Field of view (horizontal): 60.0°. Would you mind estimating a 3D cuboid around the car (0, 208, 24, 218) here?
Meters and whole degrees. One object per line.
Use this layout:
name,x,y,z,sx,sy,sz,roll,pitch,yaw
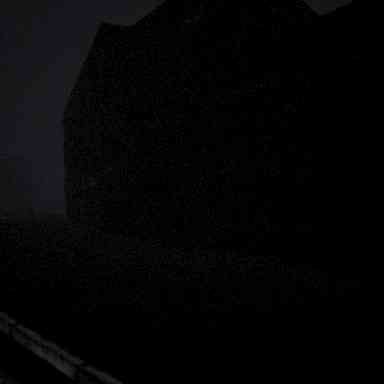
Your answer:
car,-28.520,3.264,52.824,2.033,1.411,5.357,-3,-2,-6
